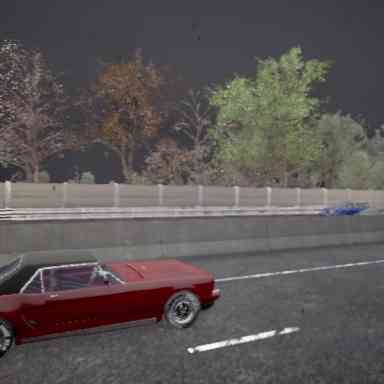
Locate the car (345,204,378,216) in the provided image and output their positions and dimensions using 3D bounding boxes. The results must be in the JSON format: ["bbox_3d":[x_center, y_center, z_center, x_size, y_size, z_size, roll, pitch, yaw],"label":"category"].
[{"bbox_3d":[16.671,2.118,30.245,4.892,1.490,1.837,1,-1,-25],"label":"car"}]

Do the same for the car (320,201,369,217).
[{"bbox_3d":[15.621,1.892,33.624,5.566,2.045,2.150,1,-1,-25],"label":"car"}]

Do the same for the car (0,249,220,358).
[{"bbox_3d":[-1.908,1.703,5.845,4.718,1.301,1.895,1,-1,-25],"label":"car"}]

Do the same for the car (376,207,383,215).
[{"bbox_3d":[17.246,2.113,26.648,4.181,1.385,1.994,1,-1,-25],"label":"car"}]
